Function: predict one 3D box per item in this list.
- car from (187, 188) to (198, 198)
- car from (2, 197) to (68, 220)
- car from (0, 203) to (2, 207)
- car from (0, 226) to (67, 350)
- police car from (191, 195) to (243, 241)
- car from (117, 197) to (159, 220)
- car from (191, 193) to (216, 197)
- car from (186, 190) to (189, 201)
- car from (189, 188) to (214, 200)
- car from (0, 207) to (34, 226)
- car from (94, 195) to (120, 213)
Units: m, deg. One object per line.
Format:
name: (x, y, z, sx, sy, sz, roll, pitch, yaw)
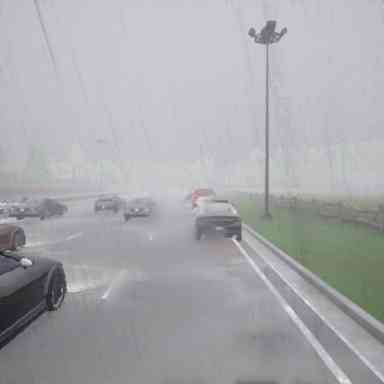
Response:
car: (0.014, 0.144, 65.260, 2.097, 1.767, 4.553, 0, 1, 0)
car: (-10.396, 1.120, 22.956, 2.033, 1.411, 5.357, 0, 1, 0)
car: (-13.894, 1.095, 27.181, 1.895, 1.301, 4.718, 0, 1, 0)
car: (-3.399, 1.473, 4.737, 1.994, 1.385, 4.181, 0, 1, 0)
police car: (1.053, 1.145, 15.040, 1.930, 1.638, 5.238, 0, 1, 0)
car: (-3.396, 1.120, 22.943, 2.033, 1.411, 5.357, 0, 1, 0)
car: (1.055, 1.062, 24.930, 1.812, 1.442, 4.674, 0, 1, 0)
car: (0.013, 0.664, 50.572, 1.895, 1.301, 4.718, 0, 1, 0)
car: (1.056, 0.649, 30.953, 2.150, 2.045, 5.566, 0, 1, 0)
car: (-6.897, 1.373, 10.132, 1.994, 1.385, 4.181, 0, 1, 0)
car: (-6.892, 0.963, 28.431, 2.128, 1.511, 4.902, 0, 1, 0)
